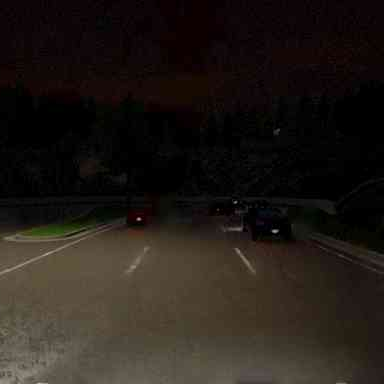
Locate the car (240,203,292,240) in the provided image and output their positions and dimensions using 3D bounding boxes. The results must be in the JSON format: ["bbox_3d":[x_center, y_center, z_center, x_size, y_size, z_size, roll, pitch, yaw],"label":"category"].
[{"bbox_3d":[3.725,1.526,16.854,1.812,1.442,4.674,0,0,2],"label":"car"}]

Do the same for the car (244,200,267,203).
[{"bbox_3d":[7.118,1.547,34.953,2.033,1.411,5.357,0,0,17],"label":"car"}]

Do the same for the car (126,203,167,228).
[{"bbox_3d":[-2.942,1.477,22.317,1.882,1.535,5.008,0,0,5],"label":"car"}]

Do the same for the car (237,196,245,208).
[{"bbox_3d":[5.861,1.352,43.490,2.097,1.767,4.553,0,0,14],"label":"car"}]

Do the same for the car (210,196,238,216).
[{"bbox_3d":[3.106,1.478,33.304,1.882,1.535,5.008,0,0,16],"label":"car"}]
